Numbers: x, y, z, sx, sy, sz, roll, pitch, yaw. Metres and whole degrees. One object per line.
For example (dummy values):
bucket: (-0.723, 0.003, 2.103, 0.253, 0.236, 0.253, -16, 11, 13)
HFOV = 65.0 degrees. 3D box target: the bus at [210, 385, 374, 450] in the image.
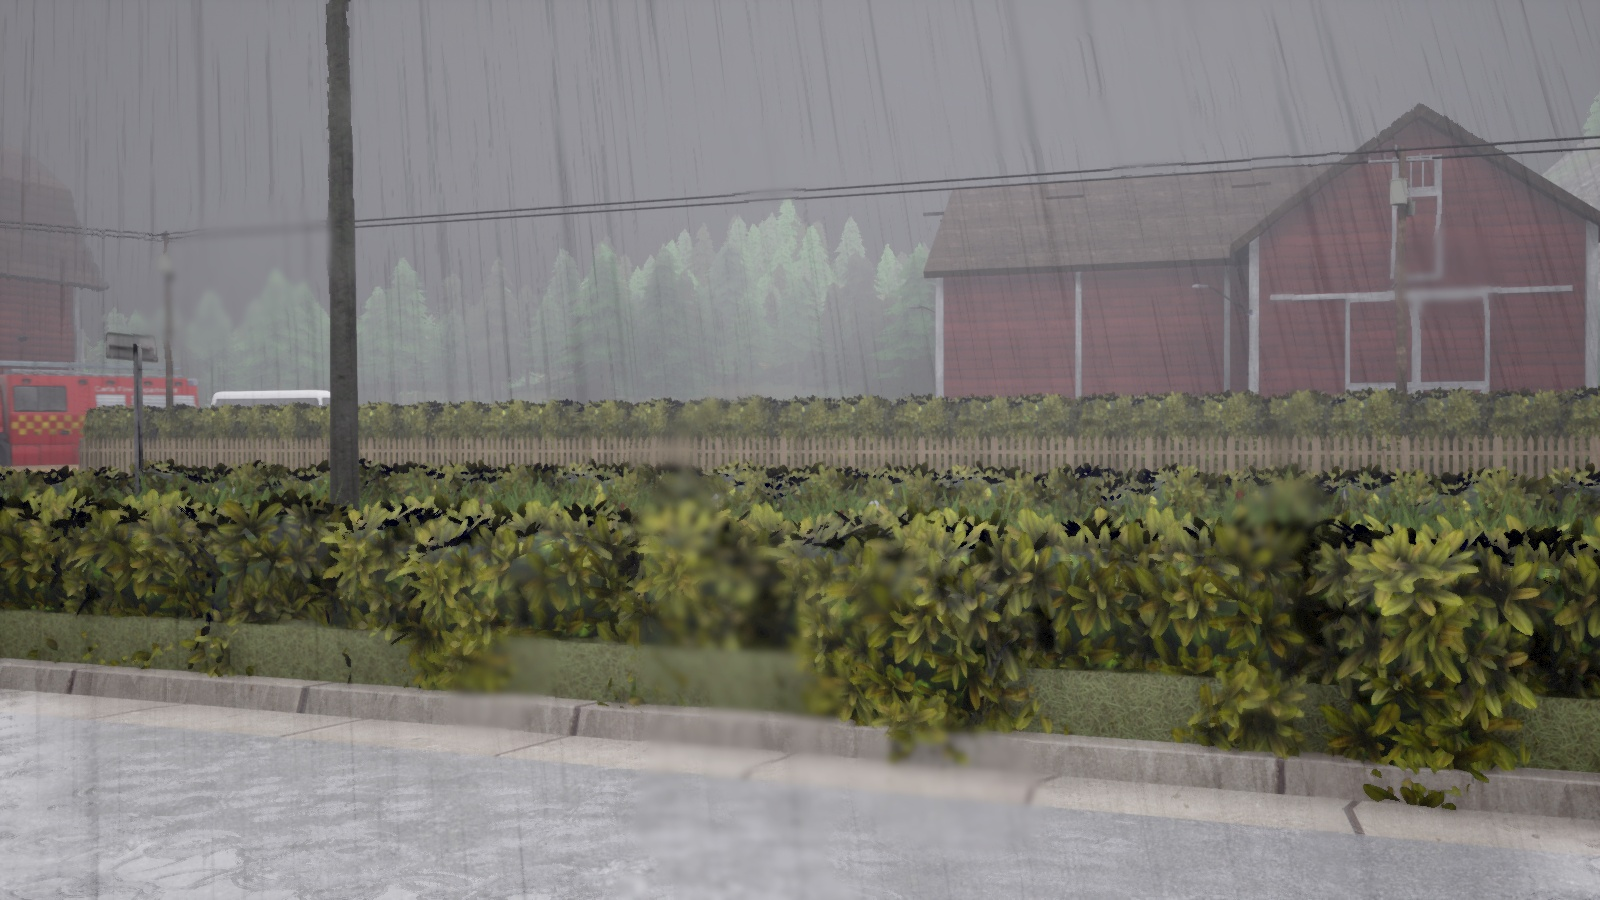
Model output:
bus: (-34.522, -2.186, 85.366, 10.273, 4.253, 3.944, 1, 1, 19)

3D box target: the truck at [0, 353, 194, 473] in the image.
truck: (-25.514, -1.233, 42.565, 2.891, 3.827, 8.468, 1, 2, 43)
